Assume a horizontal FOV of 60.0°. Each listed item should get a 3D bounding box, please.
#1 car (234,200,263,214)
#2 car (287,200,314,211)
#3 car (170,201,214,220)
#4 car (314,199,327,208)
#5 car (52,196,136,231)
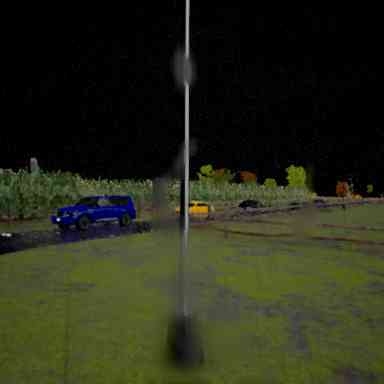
[{"bbox_3d":[6.710,1.724,39.047,1.837,1.490,4.892,-1,-1,36],"label":"car"},{"bbox_3d":[14.406,1.835,44.776,1.994,1.385,4.181,-1,-1,36],"label":"car"},{"bbox_3d":[0.068,1.598,29.848,1.882,1.535,5.008,-1,-1,36],"label":"car"},{"bbox_3d":[20.071,1.888,52.738,1.812,1.442,4.674,-1,-1,36],"label":"car"},{"bbox_3d":[-6.062,1.256,21.332,2.150,2.045,5.566,-1,-1,36],"label":"car"}]
